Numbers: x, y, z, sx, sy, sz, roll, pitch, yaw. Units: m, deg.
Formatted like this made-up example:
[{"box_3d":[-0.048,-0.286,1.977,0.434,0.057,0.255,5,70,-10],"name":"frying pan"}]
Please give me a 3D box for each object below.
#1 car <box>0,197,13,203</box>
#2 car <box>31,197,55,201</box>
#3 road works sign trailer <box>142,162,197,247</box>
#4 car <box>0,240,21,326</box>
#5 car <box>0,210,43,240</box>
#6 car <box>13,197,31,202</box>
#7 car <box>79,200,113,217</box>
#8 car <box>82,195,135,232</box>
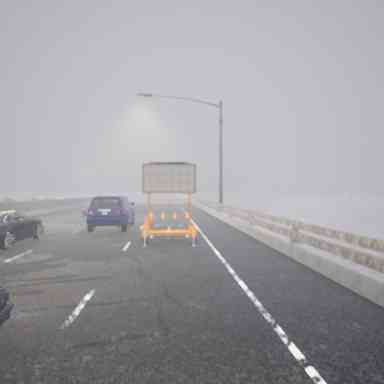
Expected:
[{"box_3d":[-28.066,1.470,49.378,1.812,1.442,4.674,0,0,-4],"name":"car"},{"box_3d":[-20.993,1.494,48.459,2.033,1.411,5.357,0,0,-4],"name":"car"},{"box_3d":[-1.023,0.452,15.029,2.380,3.560,2.880,0,0,-4],"name":"road works sign trailer"},{"box_3d":[-3.573,1.544,2.766,2.033,1.411,5.357,0,0,-4],"name":"car"},{"box_3d":[-7.859,1.479,13.880,2.128,1.511,4.902,0,0,-4],"name":"car"},{"box_3d":[-24.606,1.469,50.057,1.812,1.442,4.674,0,0,-4],"name":"car"},{"box_3d":[-9.135,1.517,32.127,2.033,1.411,5.357,0,0,-4],"name":"car"},{"box_3d":[-4.790,1.205,20.156,2.150,2.045,5.566,0,0,-4],"name":"car"}]
